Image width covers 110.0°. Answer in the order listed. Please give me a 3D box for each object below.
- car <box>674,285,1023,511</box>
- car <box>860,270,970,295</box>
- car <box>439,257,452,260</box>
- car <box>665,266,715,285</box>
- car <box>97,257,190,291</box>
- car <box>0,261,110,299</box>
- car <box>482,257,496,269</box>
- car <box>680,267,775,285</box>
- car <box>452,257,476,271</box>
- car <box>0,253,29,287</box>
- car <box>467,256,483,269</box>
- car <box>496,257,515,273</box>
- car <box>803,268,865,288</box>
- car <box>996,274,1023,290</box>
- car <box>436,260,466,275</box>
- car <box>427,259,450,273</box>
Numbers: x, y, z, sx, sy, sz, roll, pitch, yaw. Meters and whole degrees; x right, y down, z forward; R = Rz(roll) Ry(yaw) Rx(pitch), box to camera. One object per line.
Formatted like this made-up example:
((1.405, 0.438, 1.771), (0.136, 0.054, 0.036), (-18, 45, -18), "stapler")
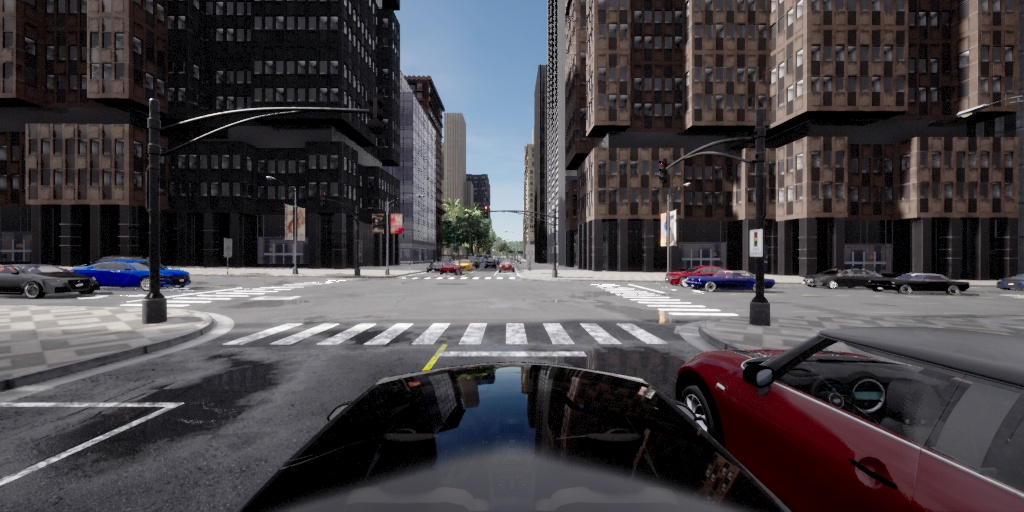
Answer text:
((2.763, 1.190, 2.378), (1.967, 1.591, 4.097), (0, 0, 0), "car")
((25.349, 1.738, 22.551), (4.718, 1.301, 1.895), (1, 0, 0), "car")
((-9.192, 1.080, 49.136), (2.192, 1.841, 5.009), (0, 0, 0), "car")
((13.631, 1.441, 25.733), (5.008, 1.535, 1.882), (1, 0, 0), "car")
((-19.838, 0.975, 18.813), (5.008, 1.535, 1.882), (1, 0, 0), "car")
((-20.775, 1.052, 15.558), (4.181, 1.385, 1.994), (1, 0, 0), "car")
((-3.398, 1.289, 58.945), (1.837, 1.490, 4.892), (0, -1, 0), "car")
((13.514, 1.567, 22.476), (4.718, 1.301, 1.895), (1, 0, 0), "car")
((-6.522, 1.242, 48.933), (1.882, 1.535, 5.008), (0, 0, 0), "car")
((-28.950, 0.721, 18.755), (4.553, 1.767, 2.097), (1, 0, 0), "car")
((-6.588, 1.009, 59.271), (2.150, 2.045, 5.566), (0, 0, 0), "car")
((-0.629, 1.193, 43.768), (1.967, 1.591, 4.097), (0, 0, 0), "car")
((23.754, 1.613, 25.788), (4.892, 1.490, 1.837), (0, 0, 0), "car")
((37.991, 1.881, 25.864), (4.181, 1.385, 1.994), (1, 0, 0), "car")
((-6.482, 1.344, 38.539), (1.895, 1.301, 4.718), (0, 0, 1), "car")
((-9.154, 1.319, 43.711), (1.948, 1.339, 4.313), (0, 0, 0), "car")
